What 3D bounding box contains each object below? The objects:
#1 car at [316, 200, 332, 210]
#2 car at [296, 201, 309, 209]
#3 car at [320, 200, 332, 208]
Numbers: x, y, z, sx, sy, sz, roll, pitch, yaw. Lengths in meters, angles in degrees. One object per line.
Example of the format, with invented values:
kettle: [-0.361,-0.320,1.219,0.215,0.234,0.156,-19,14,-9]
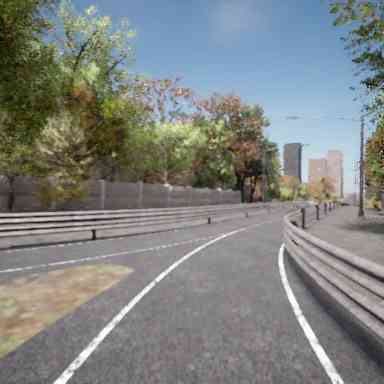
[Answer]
car: [23.211,2.431,59.228,1.994,1.385,4.181,1,-1,26]
car: [20.141,2.340,60.371,1.812,1.442,4.674,1,-1,26]
car: [27.547,2.440,68.198,1.882,1.535,5.008,1,-1,26]
